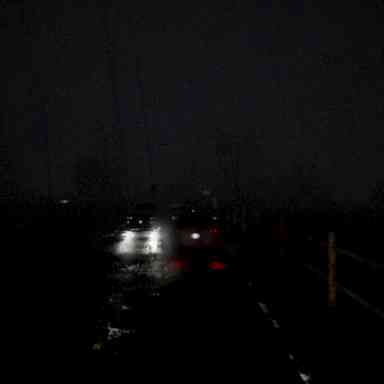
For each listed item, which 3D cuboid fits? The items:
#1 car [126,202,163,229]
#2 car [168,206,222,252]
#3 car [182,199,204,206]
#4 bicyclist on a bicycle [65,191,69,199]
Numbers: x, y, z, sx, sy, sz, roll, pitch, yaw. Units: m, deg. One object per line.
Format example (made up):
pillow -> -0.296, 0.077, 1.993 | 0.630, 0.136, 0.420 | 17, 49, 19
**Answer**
car -> -2.849, 1.391, 20.838 | 1.837, 1.490, 4.892 | 0, 0, 0
car -> 0.100, 1.487, 13.506 | 1.994, 1.385, 4.181 | 0, 0, 0
car -> 0.097, 1.332, 30.041 | 2.128, 1.511, 4.902 | 0, 0, 0
bicyclist on a bicycle -> -22.596, 0.656, 59.985 | 0.582, 1.620, 1.656 | 1, 0, 0
